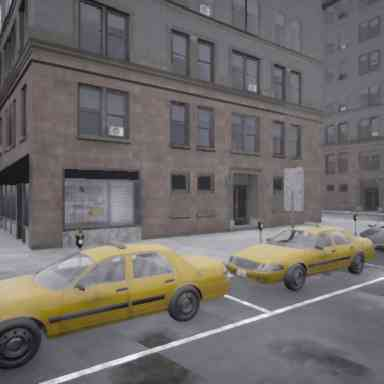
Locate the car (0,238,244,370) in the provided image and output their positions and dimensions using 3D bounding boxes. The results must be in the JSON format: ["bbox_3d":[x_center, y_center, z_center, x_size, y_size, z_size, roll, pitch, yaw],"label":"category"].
[{"bbox_3d":[-1.527,1.523,5.676,4.829,1.417,1.752,0,0,-35],"label":"car"}]

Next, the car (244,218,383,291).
[{"bbox_3d":[3.088,1.522,8.968,4.829,1.417,1.752,0,0,-35],"label":"car"}]
